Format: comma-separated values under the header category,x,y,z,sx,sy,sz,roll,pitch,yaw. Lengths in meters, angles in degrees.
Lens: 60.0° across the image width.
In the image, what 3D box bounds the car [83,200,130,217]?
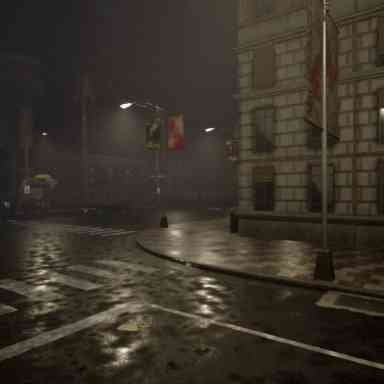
category,x,y,z,sx,sy,sz,roll,pitch,yaw
car,-8.037,1.491,31.558,2.128,1.511,4.902,0,0,36

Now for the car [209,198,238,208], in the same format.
category,x,y,z,sx,sy,sz,roll,pitch,yaw
car,4.728,1.547,48.633,2.033,1.411,5.357,0,0,41
